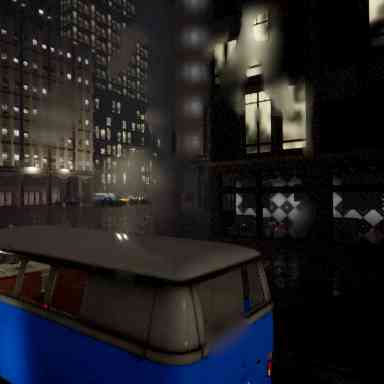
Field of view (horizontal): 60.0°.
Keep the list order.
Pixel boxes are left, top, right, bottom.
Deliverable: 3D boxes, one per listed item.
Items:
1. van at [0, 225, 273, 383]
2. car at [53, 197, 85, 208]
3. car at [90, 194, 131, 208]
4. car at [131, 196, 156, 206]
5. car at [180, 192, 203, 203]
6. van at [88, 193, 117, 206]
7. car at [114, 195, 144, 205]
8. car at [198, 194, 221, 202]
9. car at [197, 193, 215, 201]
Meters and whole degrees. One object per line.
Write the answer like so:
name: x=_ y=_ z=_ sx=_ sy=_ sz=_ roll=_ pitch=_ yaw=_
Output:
van: x=-1.112 y=1.342 z=3.684 sx=3.998 sy=1.788 sz=1.690 roll=0 pitch=-1 yaw=36
car: x=-16.926 y=1.403 z=45.994 sx=1.947 sy=1.339 sz=4.313 roll=0 pitch=0 yaw=36
car: x=-10.141 y=1.267 z=41.077 sx=1.887 sy=1.381 sz=4.507 roll=0 pitch=0 yaw=36
car: x=-6.811 y=1.230 z=45.626 sx=2.008 sy=1.369 sz=4.403 roll=0 pitch=0 yaw=36
car: x=-0.152 y=0.908 z=54.723 sx=2.192 sy=1.841 sz=5.009 roll=0 pitch=0 yaw=36
van: x=-13.596 y=1.135 z=50.544 sx=1.690 sy=1.788 sz=3.998 roll=0 pitch=0 yaw=36
car: x=-10.363 y=1.278 z=54.958 sx=1.752 sy=1.417 sz=4.829 roll=0 pitch=0 yaw=36
car: x=3.181 y=1.101 z=59.273 sx=2.008 sy=1.369 sz=4.403 roll=0 pitch=0 yaw=36
car: x=3.065 y=1.016 z=73.299 sx=1.967 sy=1.590 sz=4.097 roll=0 pitch=0 yaw=36
